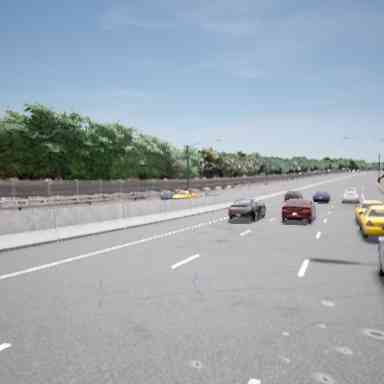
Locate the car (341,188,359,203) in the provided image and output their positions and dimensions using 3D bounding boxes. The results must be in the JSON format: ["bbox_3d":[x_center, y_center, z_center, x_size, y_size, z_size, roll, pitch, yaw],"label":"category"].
[{"bbox_3d":[19.991,0.610,41.906,1.812,1.442,4.674,0,2,26],"label":"car"}]

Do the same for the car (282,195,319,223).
[{"bbox_3d":[7.549,1.222,23.323,1.882,1.535,5.008,0,1,24],"label":"car"}]

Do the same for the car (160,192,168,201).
[{"bbox_3d":[-3.189,0.651,50.481,1.994,1.385,4.181,0,2,25],"label":"car"}]

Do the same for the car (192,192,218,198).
[{"bbox_3d":[2.201,0.792,45.533,1.895,1.301,4.718,0,2,25],"label":"car"}]

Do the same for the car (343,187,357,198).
[{"bbox_3d":[25.079,0.081,52.637,1.882,1.535,5.008,0,2,26],"label":"car"}]

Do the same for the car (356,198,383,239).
[{"bbox_3d":[9.140,1.309,16.027,1.801,1.575,5.366,0,1,24],"label":"car"}]

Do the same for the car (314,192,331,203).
[{"bbox_3d":[17.131,0.616,43.887,1.994,1.385,4.181,0,2,26],"label":"car"}]

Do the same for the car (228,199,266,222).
[{"bbox_3d":[4.081,1.240,24.147,2.128,1.511,4.902,0,1,24],"label":"car"}]

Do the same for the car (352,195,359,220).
[{"bbox_3d":[11.577,1.209,21.432,1.801,1.575,5.366,0,1,24],"label":"car"}]

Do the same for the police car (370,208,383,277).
[{"bbox_3d":[5.107,1.376,6.915,1.930,1.638,5.238,0,0,24],"label":"police car"}]

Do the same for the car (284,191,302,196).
[{"bbox_3d":[13.565,0.586,44.556,1.837,1.490,4.892,0,2,26],"label":"car"}]

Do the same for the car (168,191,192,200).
[{"bbox_3d":[-1.033,0.664,46.867,1.882,1.535,5.008,0,2,25],"label":"car"}]
